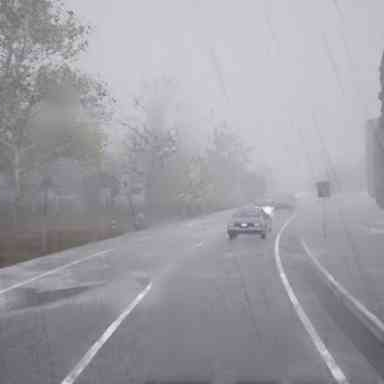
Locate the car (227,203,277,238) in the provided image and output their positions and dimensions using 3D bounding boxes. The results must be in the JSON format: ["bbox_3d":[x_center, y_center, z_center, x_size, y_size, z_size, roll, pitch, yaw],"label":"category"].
[{"bbox_3d":[3.169,1.561,17.755,2.033,1.411,5.357,-1,0,18],"label":"car"}]

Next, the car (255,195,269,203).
[{"bbox_3d":[9.592,1.136,43.590,1.895,1.301,4.718,-2,1,23],"label":"car"}]

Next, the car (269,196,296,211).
[{"bbox_3d":[9.939,1.186,35.449,2.033,1.411,5.357,-2,1,22],"label":"car"}]
